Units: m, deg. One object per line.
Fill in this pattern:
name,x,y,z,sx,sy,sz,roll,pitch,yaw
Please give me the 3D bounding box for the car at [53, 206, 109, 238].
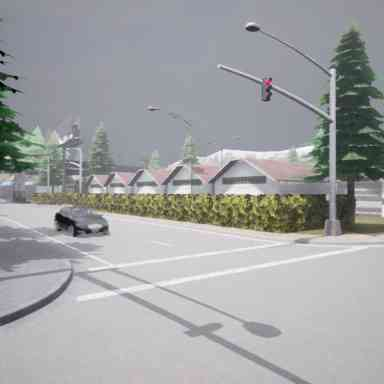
car,-6.152,1.554,18.190,2.128,1.511,4.902,0,1,-37
